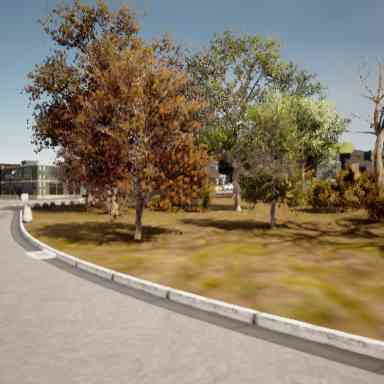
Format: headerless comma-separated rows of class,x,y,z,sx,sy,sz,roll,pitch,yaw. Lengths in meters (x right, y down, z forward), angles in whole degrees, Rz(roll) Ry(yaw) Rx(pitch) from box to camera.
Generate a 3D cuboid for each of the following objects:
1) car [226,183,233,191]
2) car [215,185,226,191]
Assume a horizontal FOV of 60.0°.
car,10.696,-1.452,93.780,5.566,2.045,2.435,-4,2,-32
car,5.772,-0.850,90.748,5.366,1.575,1.946,-4,2,-32
